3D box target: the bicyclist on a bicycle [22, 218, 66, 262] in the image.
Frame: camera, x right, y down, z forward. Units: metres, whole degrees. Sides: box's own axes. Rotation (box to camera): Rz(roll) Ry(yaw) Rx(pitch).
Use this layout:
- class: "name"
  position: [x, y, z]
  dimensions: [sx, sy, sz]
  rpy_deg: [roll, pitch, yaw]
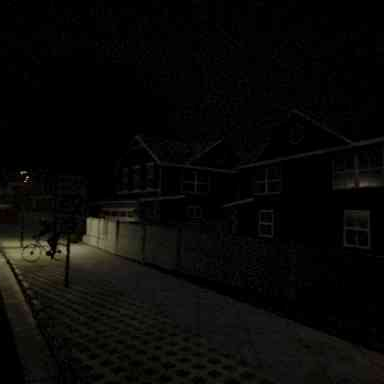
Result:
- class: "bicyclist on a bicycle"
  position: [-5.529, 1.834, 12.630]
  dimensions: [1.656, 1.620, 0.582]
  rpy_deg: [3, -4, -33]
